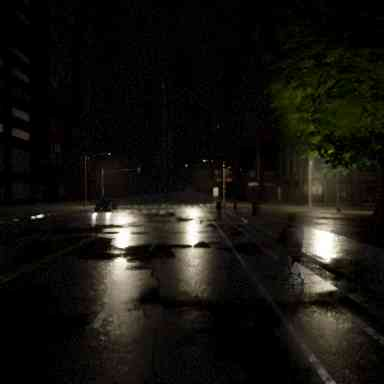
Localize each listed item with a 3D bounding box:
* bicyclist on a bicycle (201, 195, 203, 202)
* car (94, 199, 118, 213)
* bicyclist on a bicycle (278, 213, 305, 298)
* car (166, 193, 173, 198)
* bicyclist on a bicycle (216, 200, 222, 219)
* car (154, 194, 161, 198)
[{"bbox_3d":[2.265,1.417,74.773,0.659,1.776,1.843,0,0,0],"label":"bicyclist on a bicycle"},{"bbox_3d":[-9.744,1.535,38.156,1.837,1.490,4.892,0,0,0],"label":"car"},{"bbox_3d":[2.241,1.367,7.647,0.659,1.776,1.843,0,0,0],"label":"bicyclist on a bicycle"},{"bbox_3d":[-6.480,1.162,94.777,1.837,1.490,4.892,0,0,0],"label":"car"},{"bbox_3d":[2.258,1.461,27.769,0.582,1.620,1.656,0,0,0],"label":"bicyclist on a bicycle"},{"bbox_3d":[-9.730,1.186,94.778,1.812,1.442,4.674,0,0,0],"label":"car"}]
